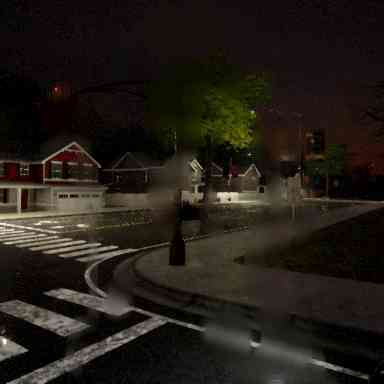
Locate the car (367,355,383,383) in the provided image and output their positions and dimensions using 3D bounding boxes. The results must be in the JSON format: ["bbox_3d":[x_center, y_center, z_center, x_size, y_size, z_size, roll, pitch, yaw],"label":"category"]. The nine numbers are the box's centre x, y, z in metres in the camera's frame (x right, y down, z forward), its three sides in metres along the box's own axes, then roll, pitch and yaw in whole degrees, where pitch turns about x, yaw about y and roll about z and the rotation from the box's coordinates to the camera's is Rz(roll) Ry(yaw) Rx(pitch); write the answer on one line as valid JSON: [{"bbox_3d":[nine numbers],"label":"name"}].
[{"bbox_3d":[3.346,1.506,1.295,4.892,1.490,1.837,0,0,35],"label":"car"}]

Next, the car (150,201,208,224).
[{"bbox_3d":[-0.772,1.357,23.118,2.128,1.511,4.902,1,1,36],"label":"car"}]
